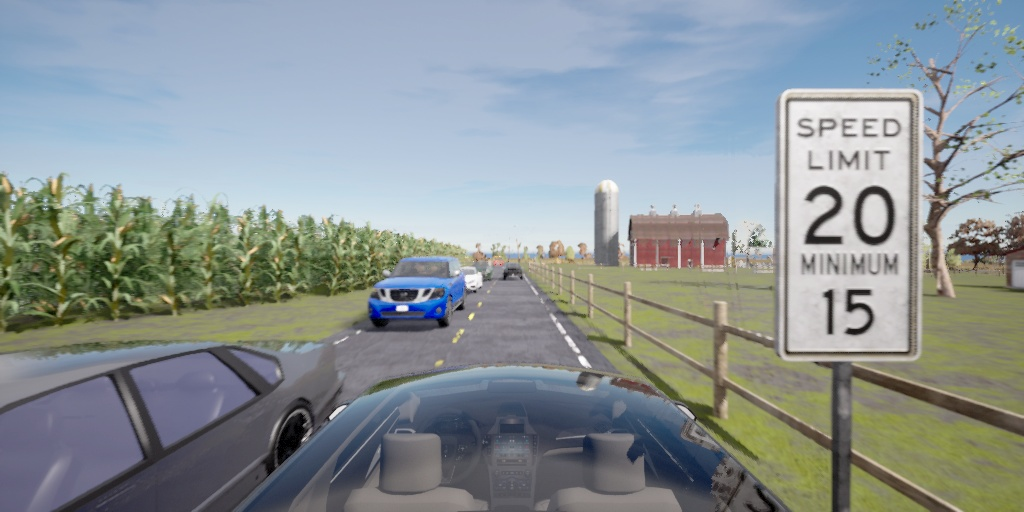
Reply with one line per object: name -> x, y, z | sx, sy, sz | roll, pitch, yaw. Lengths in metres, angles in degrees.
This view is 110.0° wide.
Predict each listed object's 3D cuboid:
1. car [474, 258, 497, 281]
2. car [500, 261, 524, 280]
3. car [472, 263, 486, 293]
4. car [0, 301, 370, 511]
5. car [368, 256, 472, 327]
car -> -2.780, 1.265, 32.151 | 2.097, 1.767, 4.553 | 0, 0, 0
car -> 0.092, 1.432, 34.446 | 1.837, 1.490, 4.892 | 0, 0, 0
car -> -2.839, 1.381, 21.857 | 1.812, 1.442, 4.674 | 0, 0, 0
car -> -2.826, 1.298, 1.885 | 2.033, 1.411, 5.357 | 0, 0, -1
car -> -2.847, 1.024, 12.089 | 2.150, 2.045, 5.566 | 0, 0, 0
